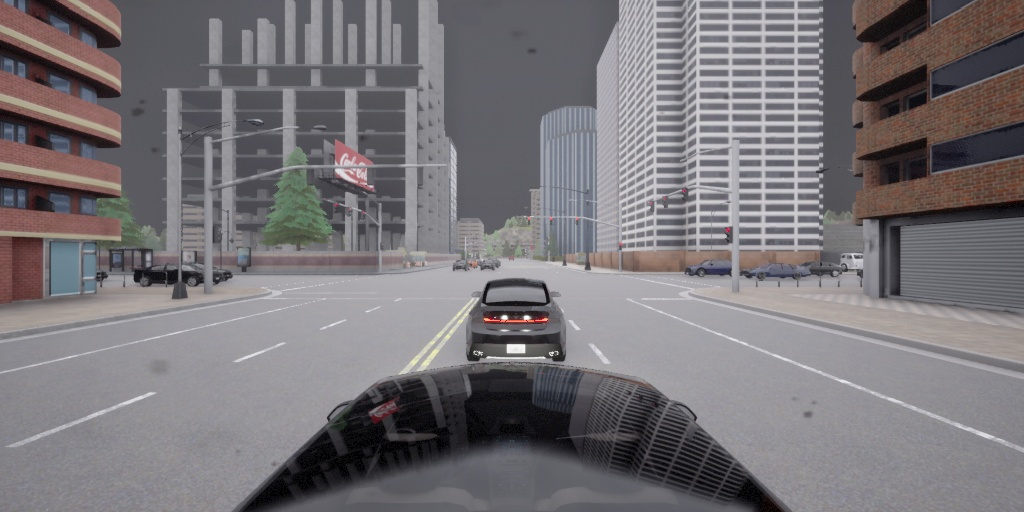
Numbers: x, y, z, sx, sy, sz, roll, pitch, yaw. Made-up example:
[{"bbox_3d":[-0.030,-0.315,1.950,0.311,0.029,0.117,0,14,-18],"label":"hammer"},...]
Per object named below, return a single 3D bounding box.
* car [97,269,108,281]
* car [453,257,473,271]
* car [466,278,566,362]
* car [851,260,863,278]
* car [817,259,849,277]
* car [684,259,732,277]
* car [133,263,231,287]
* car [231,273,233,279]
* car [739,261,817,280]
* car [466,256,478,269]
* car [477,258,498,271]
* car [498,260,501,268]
[{"bbox_3d":[-34.052,1.255,27.470,4.892,1.490,1.837,0,0,0],"label":"car"},{"bbox_3d":[-6.862,1.254,48.760,1.837,1.490,4.892,0,0,0],"label":"car"},{"bbox_3d":[0.094,1.255,8.228,1.837,1.490,4.892,0,0,1],"label":"car"},{"bbox_3d":[32.720,1.314,31.180,4.181,1.385,1.994,0,0,0],"label":"car"},{"bbox_3d":[29.068,1.255,34.684,4.892,1.490,1.837,0,0,0],"label":"car"},{"bbox_3d":[19.218,1.102,34.690,4.553,1.767,2.097,0,0,0],"label":"car"},{"bbox_3d":[-22.186,1.228,23.973,5.008,1.535,1.882,0,0,0],"label":"car"},{"bbox_3d":[-24.210,1.255,27.472,4.892,1.490,1.837,0,0,0],"label":"car"},{"bbox_3d":[22.808,1.297,31.191,5.357,1.411,2.033,0,0,0],"label":"car"},{"bbox_3d":[-6.805,1.102,57.966,2.097,1.767,4.553,0,0,0],"label":"car"},{"bbox_3d":[-3.354,1.254,50.290,1.837,1.490,4.892,0,0,0],"label":"car"},{"bbox_3d":[-3.287,1.102,60.415,2.097,1.767,4.553,0,0,1],"label":"car"}]
